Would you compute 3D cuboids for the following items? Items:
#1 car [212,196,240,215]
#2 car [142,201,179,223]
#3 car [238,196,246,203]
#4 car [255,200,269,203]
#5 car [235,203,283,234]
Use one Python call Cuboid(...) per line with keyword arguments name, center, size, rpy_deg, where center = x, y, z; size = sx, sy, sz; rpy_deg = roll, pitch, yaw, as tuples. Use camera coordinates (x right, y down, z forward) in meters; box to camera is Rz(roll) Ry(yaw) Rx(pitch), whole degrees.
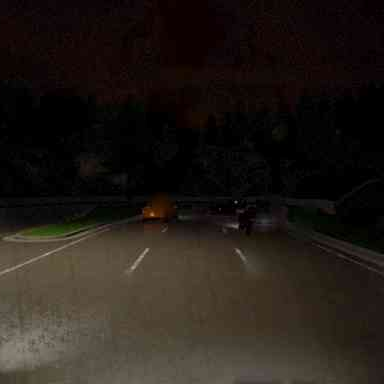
Cuboid(name="car", center=(3.335, 1.477, 34.034), size=(1.882, 1.535, 5.008), rpy_deg=(0, 0, 16))
Cuboid(name="car", center=(-2.344, 1.477, 26.040), size=(1.882, 1.535, 5.008), rpy_deg=(0, 0, 11))
Cuboid(name="car", center=(6.002, 1.352, 44.161), size=(2.097, 1.767, 4.553), rpy_deg=(0, 0, 12))
Cuboid(name="car", center=(7.900, 1.547, 37.499), size=(2.033, 1.411, 5.357), rpy_deg=(0, 0, 16))
Cuboid(name="car", center=(3.832, 1.564, 19.091), size=(1.994, 1.385, 4.181), rpy_deg=(0, 0, 2))
